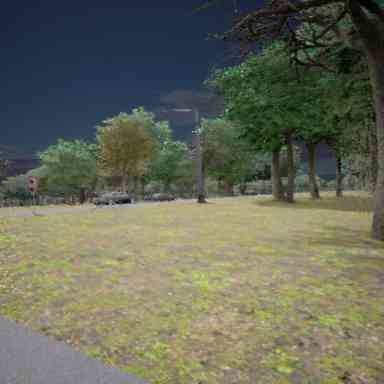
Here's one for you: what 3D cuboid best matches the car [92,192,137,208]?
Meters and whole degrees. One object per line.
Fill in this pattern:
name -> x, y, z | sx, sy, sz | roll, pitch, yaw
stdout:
car -> -7.531, 0.719, 32.946 | 2.128, 1.511, 4.902 | -4, -1, 34

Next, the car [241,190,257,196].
car -> 12.831, 0.273, 75.077 | 1.895, 1.301, 4.718 | -4, -1, 34

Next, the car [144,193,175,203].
car -> -4.782, 0.865, 49.339 | 2.033, 1.411, 5.357 | -4, -1, 34
